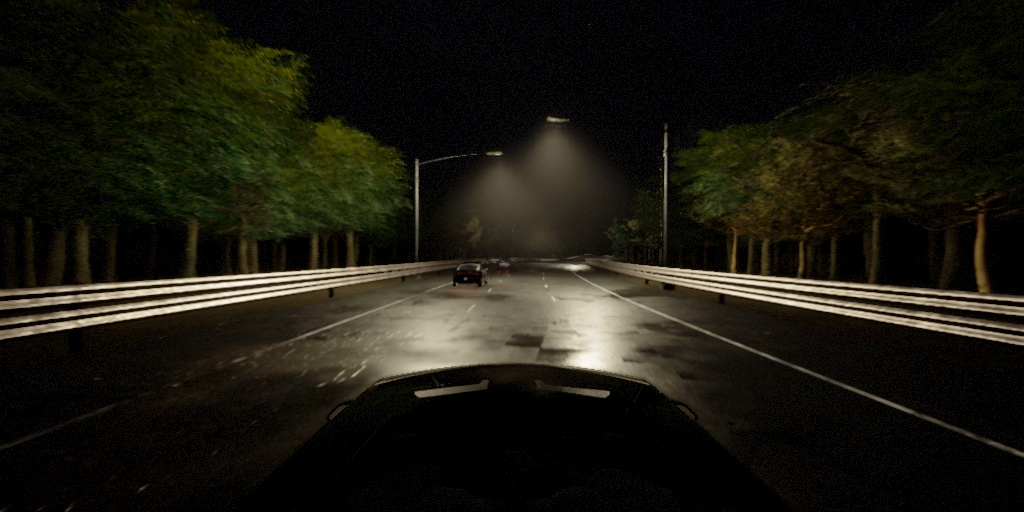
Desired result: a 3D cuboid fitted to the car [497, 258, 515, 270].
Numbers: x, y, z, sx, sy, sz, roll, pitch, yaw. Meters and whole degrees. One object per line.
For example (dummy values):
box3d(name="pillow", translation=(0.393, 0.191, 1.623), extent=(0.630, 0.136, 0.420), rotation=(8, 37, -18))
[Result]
box3d(name="car", translation=(-0.785, 1.054, 49.335), extent=(2.033, 1.649, 4.856), rotation=(0, 1, 7))

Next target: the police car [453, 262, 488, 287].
box3d(name="police car", translation=(-2.772, 1.208, 24.913), extent=(1.930, 1.638, 5.238), rotation=(0, 0, 3))
